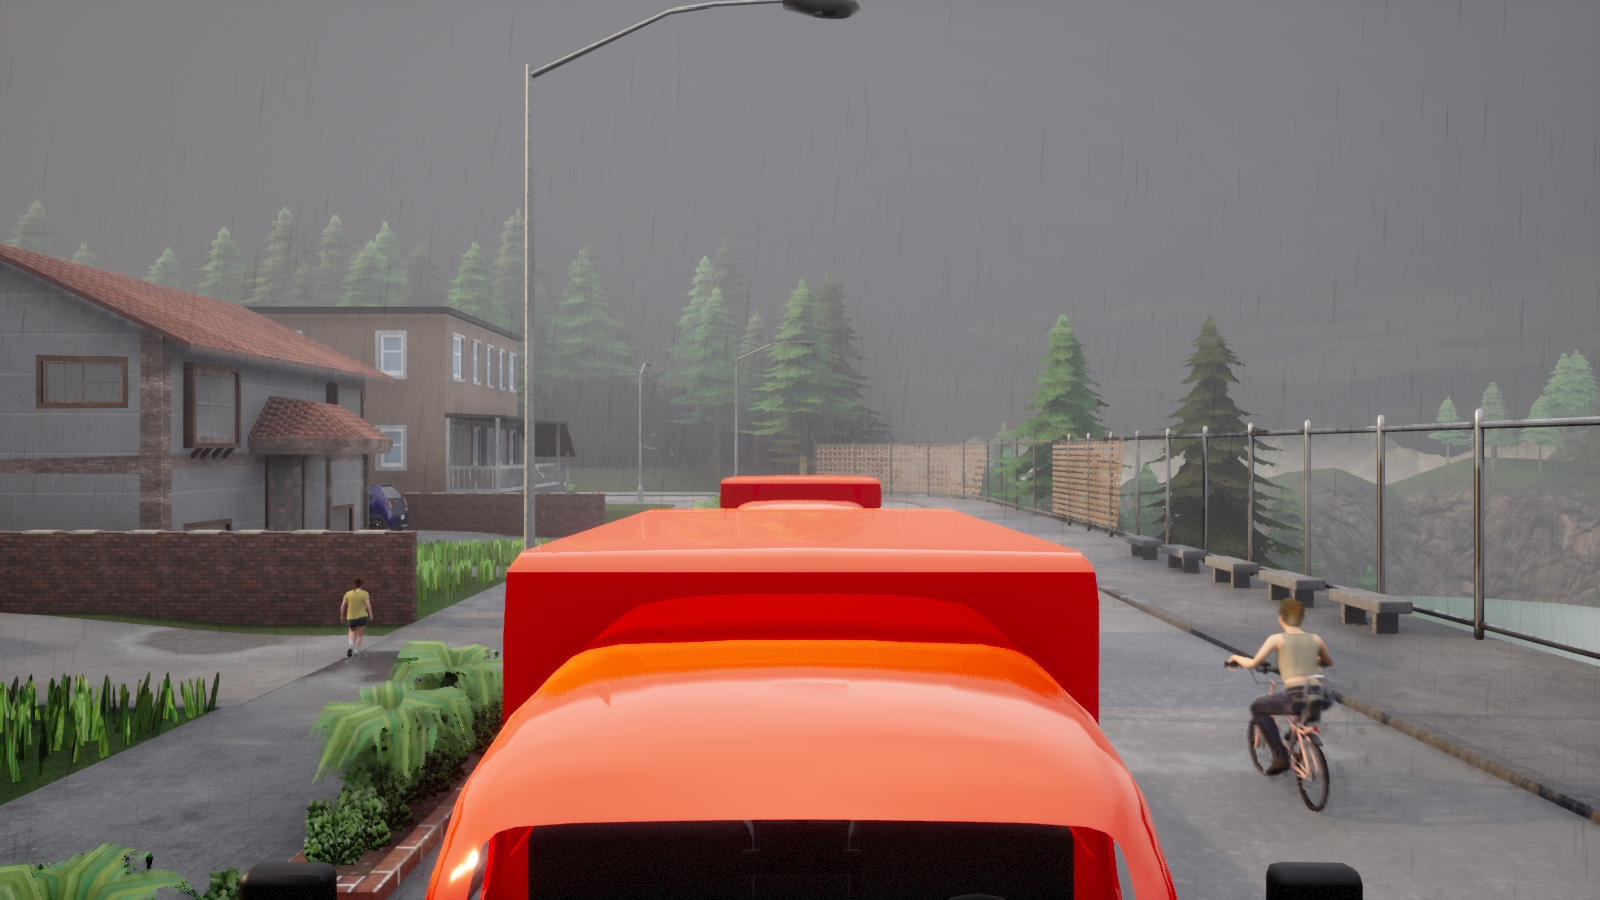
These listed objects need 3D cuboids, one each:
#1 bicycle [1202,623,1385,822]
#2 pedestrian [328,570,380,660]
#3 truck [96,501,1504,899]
[{"bbox_3d":[3.985,2.165,9.358,0.859,1.276,1.487,0,0,0],"label":"bicycle"},{"bbox_3d":[-5.792,2.134,14.861,0.500,1.100,0.500,0,0,-4],"label":"pedestrian"},{"bbox_3d":[0.000,1.569,4.736,2.627,2.467,5.204,0,0,0],"label":"truck"}]
